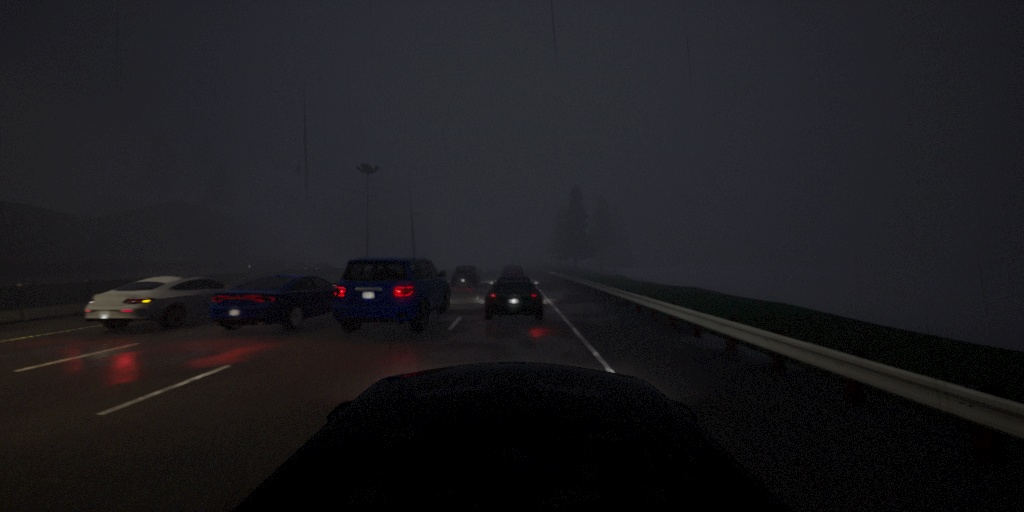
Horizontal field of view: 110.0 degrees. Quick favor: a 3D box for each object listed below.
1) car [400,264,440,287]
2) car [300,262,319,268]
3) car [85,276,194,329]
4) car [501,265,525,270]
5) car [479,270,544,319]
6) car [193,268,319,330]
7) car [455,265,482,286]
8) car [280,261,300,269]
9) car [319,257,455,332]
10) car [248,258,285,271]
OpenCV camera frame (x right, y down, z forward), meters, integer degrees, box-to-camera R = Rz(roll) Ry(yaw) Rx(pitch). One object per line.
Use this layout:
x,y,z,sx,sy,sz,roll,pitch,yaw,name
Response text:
-6.930,1.453,27.516,1.837,1.490,4.892,0,0,0,car
-24.850,1.568,46.471,1.882,1.535,5.008,0,0,-3,car
-10.435,1.351,11.505,1.812,1.442,4.674,0,-1,0,car
0.080,1.439,29.476,1.882,1.535,5.008,0,0,0,car
0.073,1.402,13.240,1.994,1.385,4.181,0,0,0,car
-6.936,1.302,11.464,1.882,1.535,5.008,0,-1,0,car
-3.430,1.453,27.535,1.837,1.490,4.892,0,0,0,car
-28.412,1.665,47.827,1.994,1.385,4.181,0,0,-3,car
-3.436,1.046,11.321,2.150,2.045,5.566,0,0,0,car
-31.819,1.314,46.883,2.150,2.045,5.566,0,0,-2,car
